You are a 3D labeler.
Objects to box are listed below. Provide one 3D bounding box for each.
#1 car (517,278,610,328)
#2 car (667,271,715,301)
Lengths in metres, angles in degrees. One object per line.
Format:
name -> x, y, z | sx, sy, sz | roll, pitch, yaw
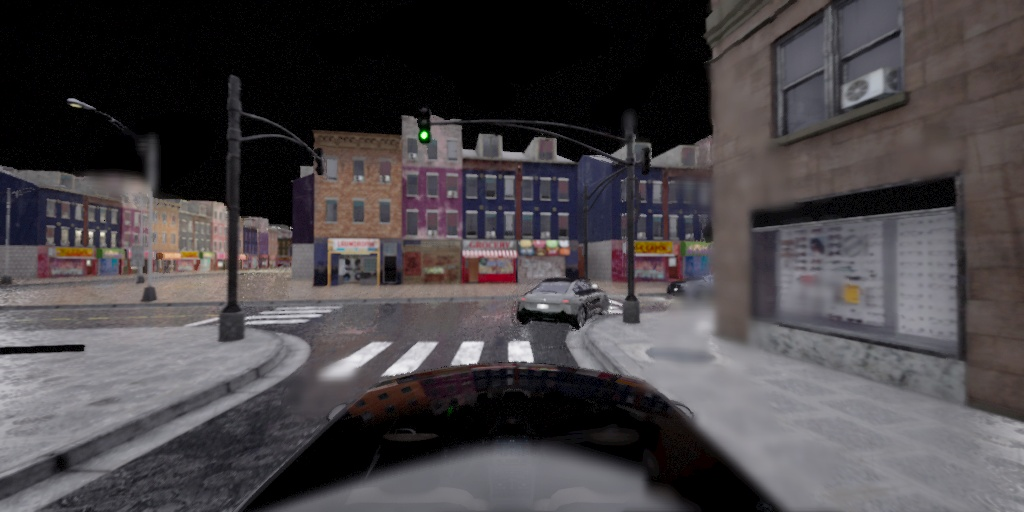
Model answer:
car -> 1.818, 1.408, 11.955 | 1.994, 1.385, 4.181 | -1, -1, 28
car -> 10.050, 1.461, 18.081 | 4.181, 1.385, 1.994 | 0, -1, -10
